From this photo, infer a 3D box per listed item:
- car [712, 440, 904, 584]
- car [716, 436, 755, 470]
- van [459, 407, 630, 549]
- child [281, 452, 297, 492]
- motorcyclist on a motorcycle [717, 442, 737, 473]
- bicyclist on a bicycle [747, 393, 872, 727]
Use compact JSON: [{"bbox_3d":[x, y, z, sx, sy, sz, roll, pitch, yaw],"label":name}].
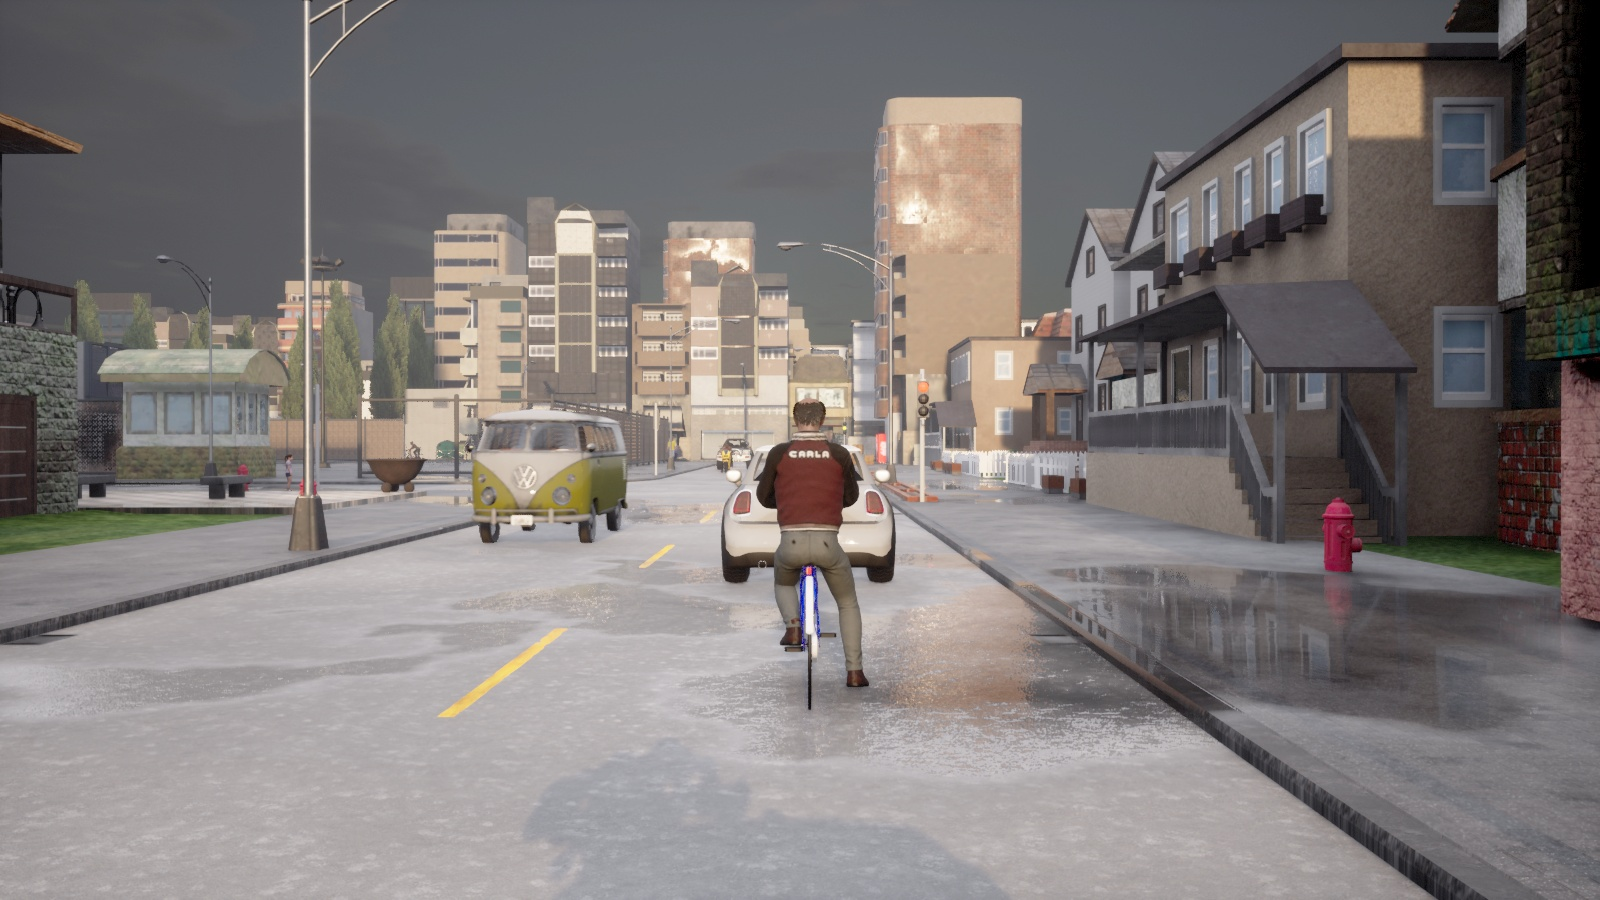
[{"bbox_3d":[0.093,0.628,14.787,1.970,1.475,3.806,0,0,0],"label":"car"},{"bbox_3d":[-3.610,0.161,70.722,1.932,1.855,4.605,0,0,1],"label":"car"},{"bbox_3d":[-3.879,0.384,19.813,1.775,1.987,4.442,0,0,0],"label":"van"},{"bbox_3d":[-14.515,0.621,35.680,0.394,1.110,0.255,0,0,-15],"label":"child"},{"bbox_3d":[-3.636,0.372,62.667,0.797,1.523,2.044,0,0,2],"label":"motorcyclist on a motorcycle"},{"bbox_3d":[0.056,0.574,7.591,0.659,1.776,1.843,0,1,0],"label":"bicyclist on a bicycle"}]
